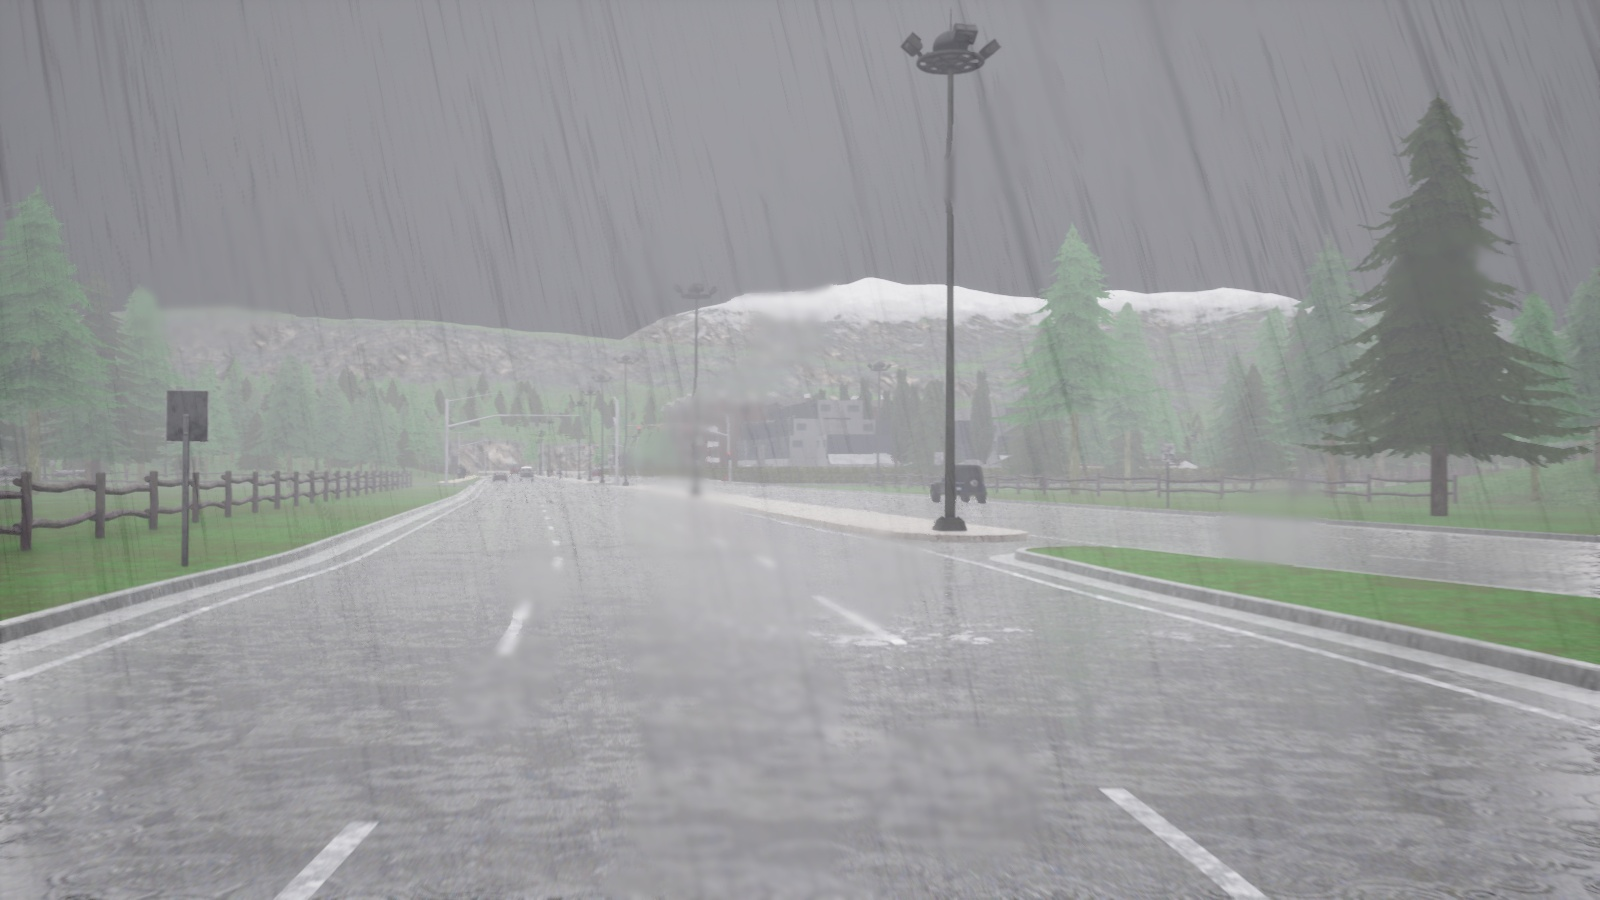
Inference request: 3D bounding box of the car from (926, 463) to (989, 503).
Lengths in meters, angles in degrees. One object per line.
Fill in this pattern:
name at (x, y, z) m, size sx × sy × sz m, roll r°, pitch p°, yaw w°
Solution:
car at (7.798, 1.618, 62.423) m, size 1.905 × 1.878 × 3.866 m, roll 0°, pitch -1°, yaw -12°
